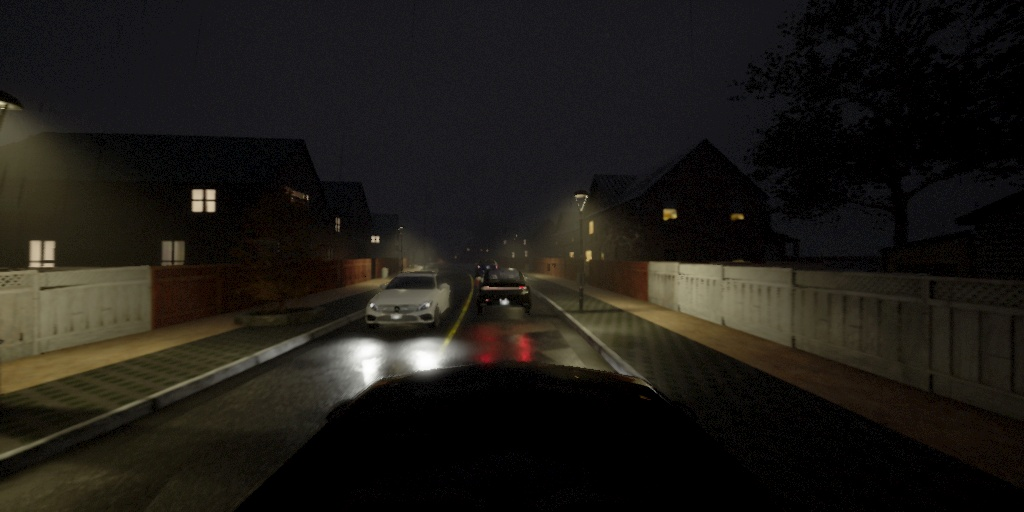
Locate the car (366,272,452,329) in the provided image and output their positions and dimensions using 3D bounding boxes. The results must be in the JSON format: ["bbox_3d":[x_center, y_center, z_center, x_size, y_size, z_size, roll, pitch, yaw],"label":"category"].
[{"bbox_3d":[-2.993,1.242,11.276,1.812,1.442,4.674,0,0,-3],"label":"car"}]

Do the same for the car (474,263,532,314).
[{"bbox_3d":[-0.352,1.200,13.448,2.128,1.511,4.902,0,0,-3],"label":"car"}]

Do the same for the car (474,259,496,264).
[{"bbox_3d":[-2.395,1.022,33.333,2.097,1.767,4.553,0,0,-8],"label":"car"}]
